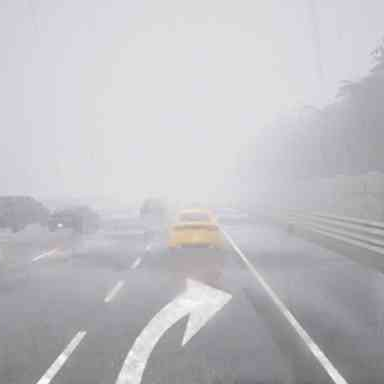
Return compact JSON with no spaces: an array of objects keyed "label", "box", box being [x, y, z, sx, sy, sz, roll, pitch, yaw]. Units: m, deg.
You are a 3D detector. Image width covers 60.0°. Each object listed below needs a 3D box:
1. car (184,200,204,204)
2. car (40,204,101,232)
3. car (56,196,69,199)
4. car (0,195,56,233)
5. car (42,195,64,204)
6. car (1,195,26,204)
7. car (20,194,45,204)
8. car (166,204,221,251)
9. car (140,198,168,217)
[{"label":"car","box":[0.206,1.502,32.071,1.812,1.442,4.674,0,0,0]},{"label":"car","box":[-6.860,1.489,19.768,1.837,1.490,4.892,0,0,0]},{"label":"car","box":[-20.770,1.326,52.331,2.128,1.511,4.902,0,1,1]},{"label":"car","box":[-10.361,1.206,19.537,2.150,2.045,5.566,0,0,0]},{"label":"car","box":[-24.190,1.311,57.953,1.994,1.385,4.181,0,1,1]},{"label":"car","box":[-31.164,1.271,58.228,1.812,1.442,4.674,0,1,1]},{"label":"car","box":[-27.680,1.227,57.947,1.882,1.535,5.008,0,1,1]},{"label":"car","box":[0.121,1.467,14.025,1.882,1.535,5.008,0,0,0]},{"label":"car","box":[-3.405,1.329,30.538,2.097,1.767,4.553,0,0,0]}]
